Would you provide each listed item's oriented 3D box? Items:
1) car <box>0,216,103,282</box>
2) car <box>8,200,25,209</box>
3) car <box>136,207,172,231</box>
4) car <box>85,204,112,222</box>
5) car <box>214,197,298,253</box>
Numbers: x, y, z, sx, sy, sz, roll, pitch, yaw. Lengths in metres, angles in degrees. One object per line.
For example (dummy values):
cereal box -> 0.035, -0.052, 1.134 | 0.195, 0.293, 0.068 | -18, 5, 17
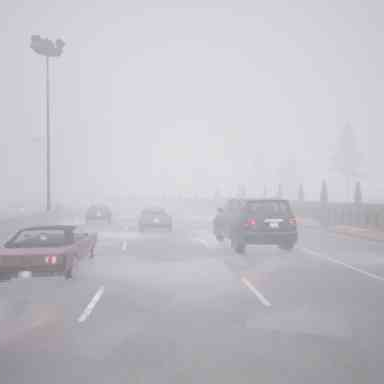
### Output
car -> -4.103, 1.632, 9.954 | 1.895, 1.301, 4.718 | 0, 0, -6
car -> -27.585, 1.915, 52.230 | 1.994, 1.385, 4.181 | 0, 0, -35
car -> -2.430, 1.606, 20.930 | 1.994, 1.385, 4.181 | 0, 0, -12
car -> -7.585, 1.652, 26.993 | 1.994, 1.385, 4.181 | 0, 0, -16
car -> 2.421, 1.224, 13.971 | 2.150, 2.045, 5.566 | 0, 0, -8
